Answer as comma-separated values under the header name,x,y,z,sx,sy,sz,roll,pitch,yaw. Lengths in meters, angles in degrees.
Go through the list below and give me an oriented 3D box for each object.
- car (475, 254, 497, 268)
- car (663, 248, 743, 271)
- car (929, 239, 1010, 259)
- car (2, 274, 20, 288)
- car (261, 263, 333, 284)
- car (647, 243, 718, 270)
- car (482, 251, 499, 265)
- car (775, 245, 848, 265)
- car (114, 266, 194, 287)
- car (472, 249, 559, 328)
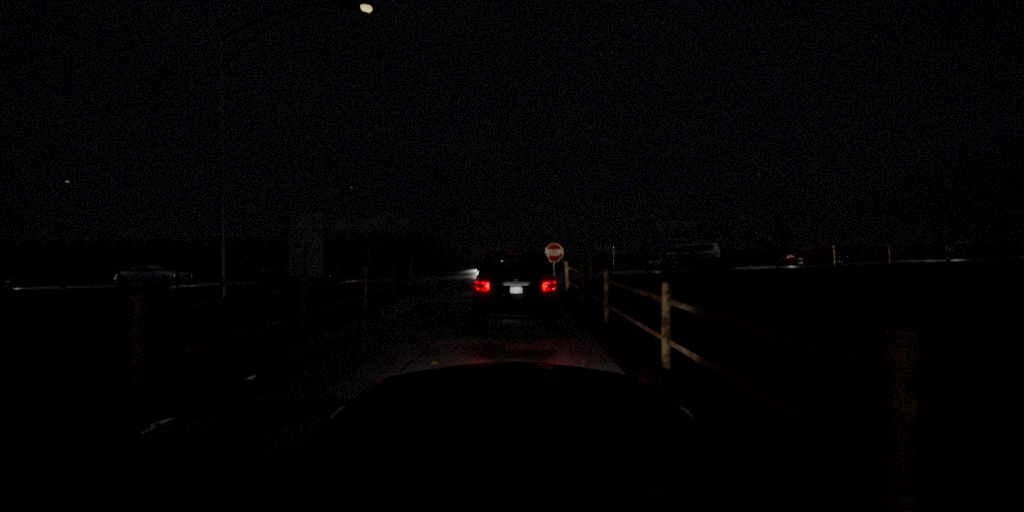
name,x,y,z,sx,sy,sz,roll,pitch,yaw
car,-2.935,0.550,41.206,2.128,1.511,4.902,0,1,0
car,13.941,0.372,26.014,4.718,1.301,1.895,-2,-1,1
car,36.676,-0.576,28.853,5.008,1.535,1.882,-2,-1,0
car,-38.607,1.623,25.747,4.902,1.511,2.128,-1,-1,0
car,-15.436,1.182,25.787,4.674,1.442,1.812,-1,-1,0
car,13.859,0.053,28.817,5.566,2.045,2.150,-2,-1,0
car,-2.939,0.243,50.408,2.097,1.767,4.553,0,1,0
car,24.002,-0.081,28.835,5.008,1.535,1.882,-2,-1,0
car,-25.671,1.401,25.763,4.674,1.442,1.812,-1,-1,0
car,0.060,0.820,10.871,2.150,2.045,5.566,0,1,-1
